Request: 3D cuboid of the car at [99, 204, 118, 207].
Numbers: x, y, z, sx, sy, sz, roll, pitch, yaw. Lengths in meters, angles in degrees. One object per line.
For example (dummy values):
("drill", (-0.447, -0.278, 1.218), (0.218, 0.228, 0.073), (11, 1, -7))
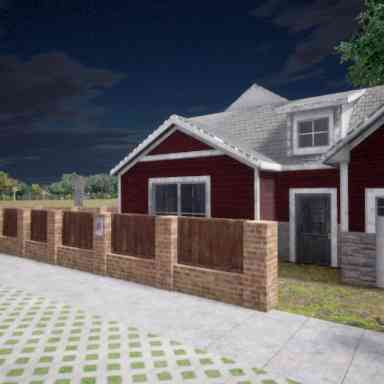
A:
("car", (-7.336, 1.822, 29.668), (2.033, 1.411, 5.357), (-1, -1, 35))
